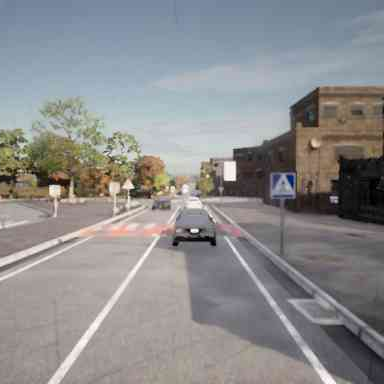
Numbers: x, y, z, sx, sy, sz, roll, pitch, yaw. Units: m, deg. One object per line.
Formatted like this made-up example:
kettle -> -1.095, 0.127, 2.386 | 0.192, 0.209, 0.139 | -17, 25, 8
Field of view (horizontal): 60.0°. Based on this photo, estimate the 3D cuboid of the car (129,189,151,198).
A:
car -> -12.064, 0.305, 77.742 | 2.150, 2.045, 5.566 | 3, 2, 44

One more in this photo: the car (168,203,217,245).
car -> 0.096, 1.478, 15.188 | 2.033, 1.411, 5.357 | 0, 1, 0

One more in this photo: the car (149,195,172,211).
car -> -3.269, 1.296, 36.897 | 1.994, 1.385, 4.181 | 0, 0, 0

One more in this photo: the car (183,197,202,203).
car -> 0.094, 1.285, 34.128 | 1.812, 1.442, 4.674 | 0, 1, 0
